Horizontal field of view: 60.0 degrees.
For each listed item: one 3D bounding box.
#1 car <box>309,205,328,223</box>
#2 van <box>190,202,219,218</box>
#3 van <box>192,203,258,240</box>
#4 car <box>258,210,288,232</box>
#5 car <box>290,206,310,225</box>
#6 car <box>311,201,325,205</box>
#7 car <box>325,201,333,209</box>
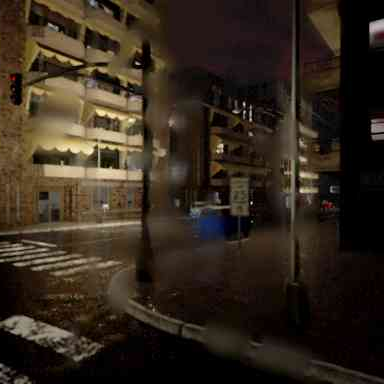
[{"bbox_3d":[11.443,2.222,32.585,2.008,1.369,4.403,-1,-2,35],"label":"car"},{"bbox_3d":[1.398,1.881,32.839,1.690,1.788,3.998,-1,-2,35],"label":"van"},{"bbox_3d":[1.993,1.692,18.919,1.690,1.788,3.998,-1,-2,35],"label":"van"},{"bbox_3d":[5.051,2.023,23.536,1.947,1.339,4.313,-1,-2,35],"label":"car"},{"bbox_3d":[8.247,2.146,28.059,1.802,1.307,4.206,-1,-2,35],"label":"car"},{"bbox_3d":[23.771,2.868,64.504,1.802,1.307,4.206,-1,-2,35],"label":"car"},{"bbox_3d":[26.966,2.707,69.034,2.192,1.841,5.009,-1,-2,35],"label":"car"}]
